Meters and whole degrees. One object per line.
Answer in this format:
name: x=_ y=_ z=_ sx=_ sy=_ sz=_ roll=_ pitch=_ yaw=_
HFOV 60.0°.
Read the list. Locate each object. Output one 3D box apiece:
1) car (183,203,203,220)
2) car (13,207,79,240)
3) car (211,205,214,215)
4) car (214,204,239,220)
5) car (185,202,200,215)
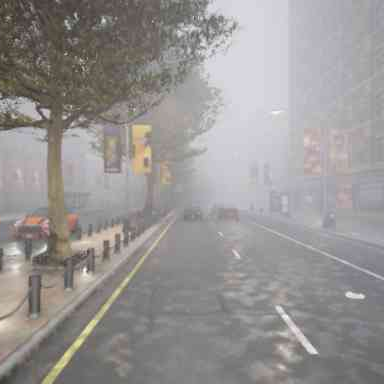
car: x=0.067 y=2.077 z=33.763 sx=1.895 sy=1.301 sz=4.718 roll=0 pitch=-1 yaw=0
car: x=-8.044 y=1.617 z=18.747 sx=2.097 sy=1.767 sz=4.553 roll=0 pitch=-1 yaw=0
car: x=3.499 y=2.162 z=42.525 sx=1.994 sy=1.385 sz=4.181 roll=0 pitch=-1 yaw=1
car: x=3.504 y=1.944 z=33.147 sx=1.882 sy=1.535 sz=5.008 roll=0 pitch=-1 yaw=1
car: x=0.050 y=2.136 z=43.347 sx=1.812 sy=1.442 sz=4.674 roll=0 pitch=-1 yaw=1
